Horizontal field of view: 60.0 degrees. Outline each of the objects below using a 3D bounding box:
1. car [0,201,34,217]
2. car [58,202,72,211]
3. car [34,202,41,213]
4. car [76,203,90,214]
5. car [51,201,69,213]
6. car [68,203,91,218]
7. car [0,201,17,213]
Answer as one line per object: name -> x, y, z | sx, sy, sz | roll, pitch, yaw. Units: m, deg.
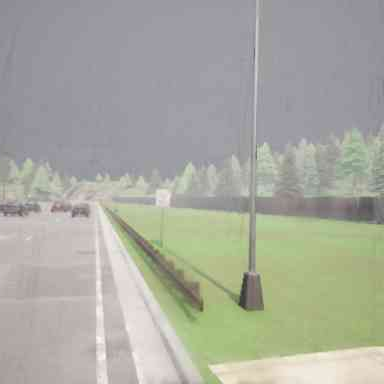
car -> -20.026, 1.963, 37.933 | 2.128, 1.511, 4.902 | 2, -2, -16
car -> -22.542, 2.487, 59.190 | 1.812, 1.442, 4.674 | 2, -2, -16
car -> -22.950, 2.142, 47.756 | 2.128, 1.511, 4.902 | 2, -2, -16
car -> -16.030, 2.375, 49.019 | 1.837, 1.490, 4.892 | 2, -1, -16
car -> -19.852, 2.144, 49.995 | 2.097, 1.767, 4.553 | 2, -2, -16
car -> -13.072, 2.191, 39.052 | 1.837, 1.490, 4.892 | 2, -2, -16
car -> -26.308, 2.013, 46.778 | 1.882, 1.535, 5.008 | 2, -2, -16
